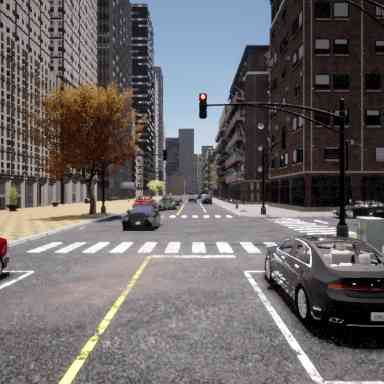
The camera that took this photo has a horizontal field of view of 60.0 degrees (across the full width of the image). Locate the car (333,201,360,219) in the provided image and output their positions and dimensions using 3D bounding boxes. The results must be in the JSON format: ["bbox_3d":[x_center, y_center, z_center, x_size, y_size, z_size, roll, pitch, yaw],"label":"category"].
[{"bbox_3d":[13.465,1.350,26.337,4.403,1.369,2.008,-1,1,0],"label":"car"}]

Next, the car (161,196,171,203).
[{"bbox_3d":[-5.581,1.627,72.487,1.947,1.339,4.313,0,0,0],"label":"car"}]

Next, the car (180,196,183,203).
[{"bbox_3d":[-3.000,1.640,57.038,1.895,1.301,4.718,0,0,0],"label":"car"}]

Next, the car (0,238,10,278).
[{"bbox_3d":[-5.682,1.545,6.961,1.887,1.381,4.507,0,0,0],"label":"car"}]

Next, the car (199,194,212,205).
[{"bbox_3d":[2.783,1.611,61.427,1.947,1.339,4.313,0,0,0],"label":"car"}]

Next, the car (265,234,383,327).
[{"bbox_3d":[2.698,1.551,6.948,2.008,1.369,4.403,0,0,0],"label":"car"}]

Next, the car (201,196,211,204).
[{"bbox_3d":[2.792,1.578,67.120,1.752,1.417,4.829,0,0,0],"label":"car"}]

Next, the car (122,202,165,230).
[{"bbox_3d":[-3.068,1.570,20.854,1.994,1.385,4.181,0,0,0],"label":"car"}]

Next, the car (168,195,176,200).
[{"bbox_3d":[-5.547,1.654,94.578,2.008,1.369,4.403,0,0,0],"label":"car"}]

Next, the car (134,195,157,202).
[{"bbox_3d":[-5.633,1.336,39.349,2.192,1.841,5.009,0,0,0],"label":"car"}]

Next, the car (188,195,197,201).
[{"bbox_3d":[0.121,1.462,79.084,2.033,1.411,5.357,0,0,0],"label":"car"}]

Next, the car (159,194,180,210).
[{"bbox_3d":[-3.030,1.375,42.210,2.097,1.767,4.553,0,0,0],"label":"car"}]

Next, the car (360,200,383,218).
[{"bbox_3d":[14.773,1.345,23.769,4.181,1.385,1.994,-1,0,0],"label":"car"}]

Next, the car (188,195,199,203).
[{"bbox_3d":[0.104,1.547,68.661,2.128,1.511,4.902,0,0,0],"label":"car"}]

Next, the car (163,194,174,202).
[{"bbox_3d":[-5.573,1.386,78.009,2.192,1.841,5.009,0,0,0],"label":"car"}]

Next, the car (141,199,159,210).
[{"bbox_3d":[-5.624,1.592,44.872,1.947,1.339,4.313,0,0,0],"label":"car"}]

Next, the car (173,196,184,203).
[{"bbox_3d":[-2.890,1.572,71.398,2.128,1.511,4.902,0,0,0],"label":"car"}]

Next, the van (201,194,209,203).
[{"bbox_3d":[2.799,1.402,72.474,1.690,1.788,3.998,0,0,0],"label":"van"}]
